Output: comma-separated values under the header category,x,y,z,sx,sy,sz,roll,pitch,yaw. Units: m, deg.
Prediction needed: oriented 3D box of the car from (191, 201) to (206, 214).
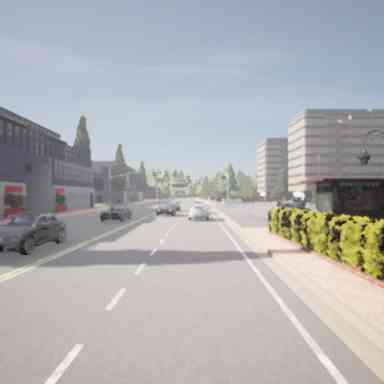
category,x,y,z,sx,sy,sz,roll,pitch,yaw
car,0.849,1.925,41.900,1.812,1.442,4.674,0,0,2

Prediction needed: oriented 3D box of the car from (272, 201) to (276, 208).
category,x,y,z,sx,sy,sz,roll,pitch,yaw
car,15.231,1.677,53.028,4.605,1.855,1.932,0,-1,0

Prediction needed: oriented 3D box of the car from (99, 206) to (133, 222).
category,x,y,z,sx,sy,sz,roll,pitch,yaw
car,-6.539,1.869,28.983,1.895,1.301,4.718,0,-1,2

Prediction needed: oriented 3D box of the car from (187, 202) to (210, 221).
category,x,y,z,sx,sy,sz,roll,pitch,yaw
car,0.651,1.820,30.779,1.812,1.442,4.674,0,0,1

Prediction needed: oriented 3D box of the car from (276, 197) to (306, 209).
category,x,y,z,sx,sy,sz,roll,pitch,yaw
car,15.197,1.652,50.134,3.866,1.878,1.905,0,-1,0

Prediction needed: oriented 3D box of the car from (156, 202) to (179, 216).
category,x,y,z,sx,sy,sz,roll,pitch,yaw
car,-2.766,1.945,36.487,1.895,1.301,4.718,0,-1,1

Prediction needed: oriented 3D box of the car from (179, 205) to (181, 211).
category,x,y,z,sx,sy,sz,roll,pitch,yaw
car,-2.605,2.041,46.608,1.895,1.301,4.718,0,-1,1

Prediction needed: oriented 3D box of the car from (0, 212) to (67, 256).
category,x,y,z,sx,sy,sz,roll,pitch,yaw
car,-6.840,1.616,13.786,2.128,1.511,4.902,0,-1,1
